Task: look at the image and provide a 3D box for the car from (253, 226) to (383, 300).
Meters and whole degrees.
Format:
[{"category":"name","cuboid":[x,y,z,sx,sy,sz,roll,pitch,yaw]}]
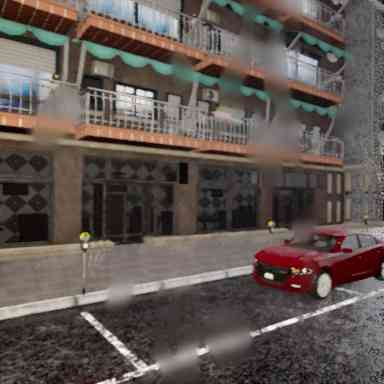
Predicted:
[{"category":"car","cuboid":[3.524,1.617,8.604,4.507,1.381,1.887,1,0,-35]}]
